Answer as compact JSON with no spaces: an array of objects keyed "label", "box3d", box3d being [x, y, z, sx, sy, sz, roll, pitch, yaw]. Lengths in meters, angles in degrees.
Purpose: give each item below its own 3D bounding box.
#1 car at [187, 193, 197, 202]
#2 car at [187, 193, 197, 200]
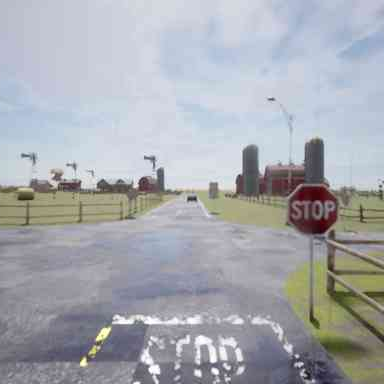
[{"label":"car","box3d":[0.032,1.080,61.858,1.882,1.535,5.008,0,0,0]},{"label":"car","box3d":[0.038,0.922,72.279,1.994,1.385,4.181,0,0,0]}]
